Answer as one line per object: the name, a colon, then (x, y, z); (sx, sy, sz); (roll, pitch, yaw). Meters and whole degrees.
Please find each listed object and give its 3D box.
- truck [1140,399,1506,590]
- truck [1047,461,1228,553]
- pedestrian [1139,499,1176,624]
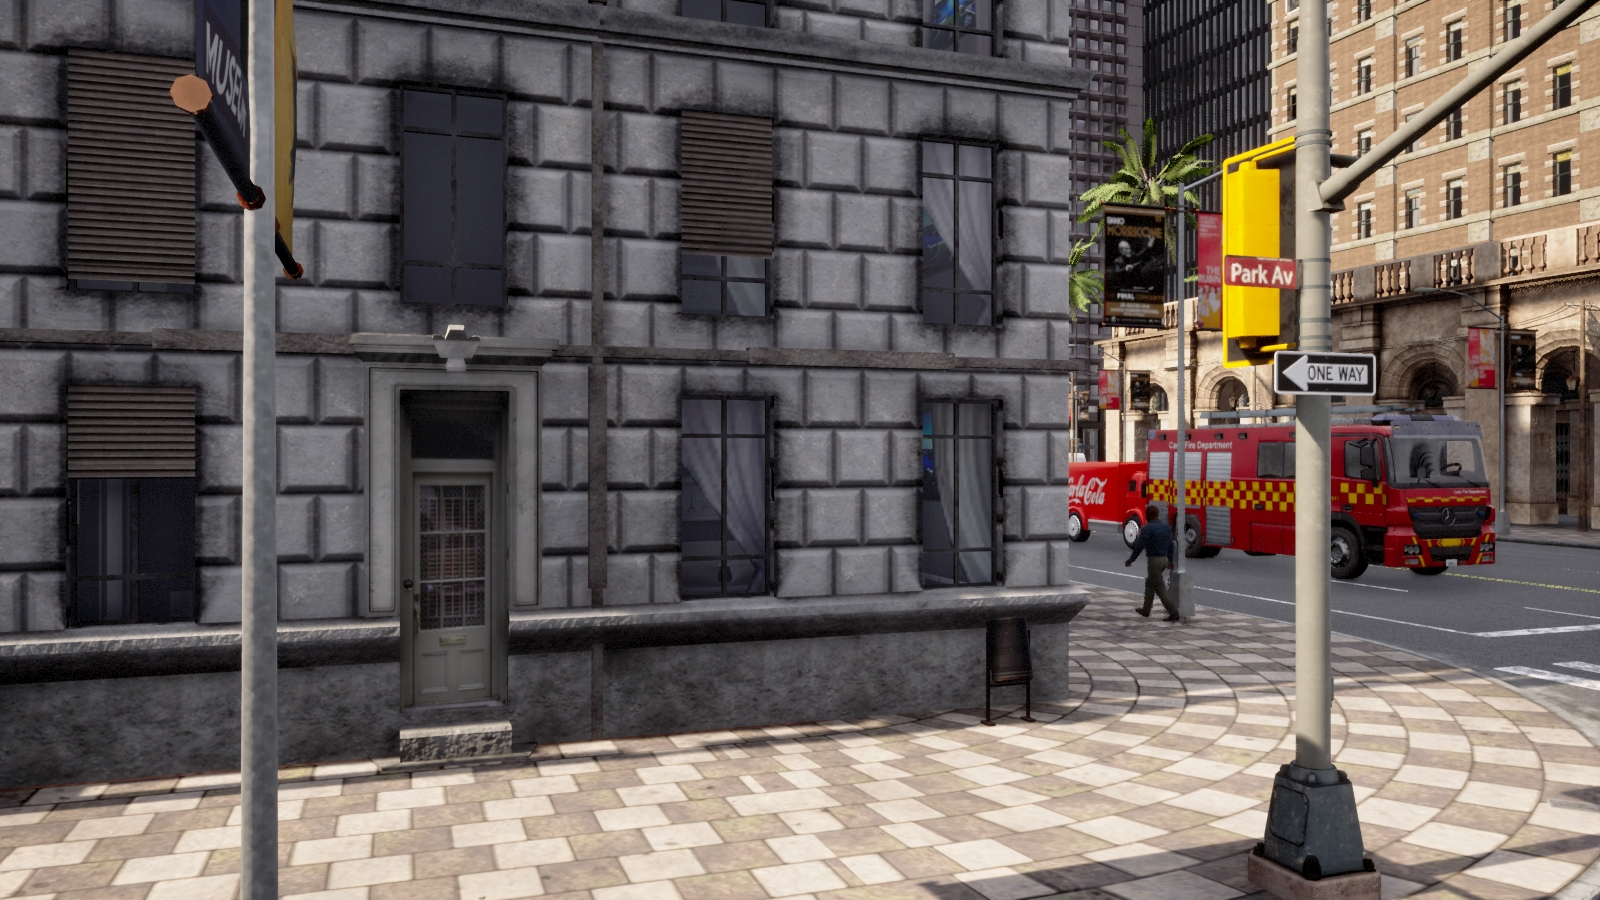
truck: (11.966, 0.892, 27.385); (2.891, 3.827, 8.468); (0, 0, -19)
truck: (9.884, 1.568, 34.016); (2.627, 2.467, 5.204); (0, 0, -19)
pedestrian: (5.492, 1.699, 17.553); (0.375, 1.860, 0.375); (0, 0, -27)
